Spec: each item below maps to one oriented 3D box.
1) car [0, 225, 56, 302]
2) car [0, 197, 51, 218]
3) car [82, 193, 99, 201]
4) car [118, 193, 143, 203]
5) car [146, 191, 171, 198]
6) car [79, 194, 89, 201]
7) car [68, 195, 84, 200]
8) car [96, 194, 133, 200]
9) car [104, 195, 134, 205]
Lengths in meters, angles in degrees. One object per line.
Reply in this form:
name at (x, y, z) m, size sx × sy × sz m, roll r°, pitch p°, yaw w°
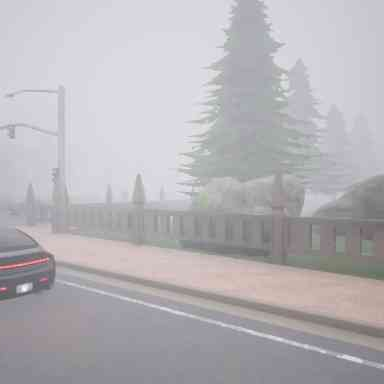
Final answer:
car at (-5.044, 1.506, 7.536) m, size 4.892 × 1.490 × 1.837 m, roll 0°, pitch 0°, yaw 36°
car at (-14.501, 1.506, 30.711) m, size 1.837 × 1.490 × 4.892 m, roll 0°, pitch 0°, yaw 36°
car at (-17.985, 1.197, 56.227) m, size 2.150 × 2.045 × 5.566 m, roll 0°, pitch 1°, yaw 36°
car at (-11.915, 1.151, 64.704) m, size 1.837 × 1.490 × 4.892 m, roll 0°, pitch 3°, yaw 36°
car at (-5.974, 0.845, 60.982) m, size 2.150 × 2.045 × 5.566 m, roll 0°, pitch 3°, yaw 36°
car at (-18.492, 1.491, 49.508) m, size 2.128 × 1.511 × 4.902 m, roll 0°, pitch 0°, yaw 36°
car at (-17.500, 1.526, 44.882) m, size 1.812 × 1.442 × 4.674 m, roll 0°, pitch 0°, yaw 36°
car at (-12.138, 1.479, 52.384) m, size 1.837 × 1.490 × 4.892 m, roll 0°, pitch 1°, yaw 36°
car at (-12.634, 1.383, 57.707) m, size 2.128 × 1.511 × 4.902 m, roll 0°, pitch 2°, yaw 36°
